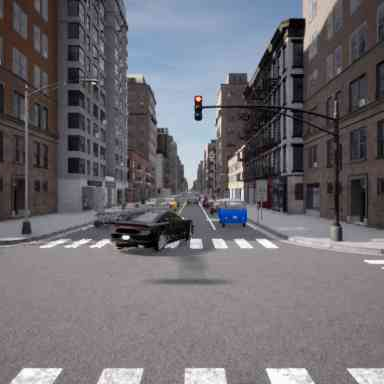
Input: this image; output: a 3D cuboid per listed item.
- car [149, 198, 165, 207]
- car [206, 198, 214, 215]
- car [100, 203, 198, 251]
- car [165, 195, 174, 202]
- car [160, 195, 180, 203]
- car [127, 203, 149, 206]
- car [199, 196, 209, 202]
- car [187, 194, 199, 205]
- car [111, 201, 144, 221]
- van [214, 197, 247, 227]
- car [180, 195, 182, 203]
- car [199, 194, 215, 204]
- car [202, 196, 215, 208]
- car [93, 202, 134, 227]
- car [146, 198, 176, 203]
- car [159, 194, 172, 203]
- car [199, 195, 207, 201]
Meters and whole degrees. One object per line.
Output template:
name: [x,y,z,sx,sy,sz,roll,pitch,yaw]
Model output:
car: [-5.347,1.556,50.858,1.947,1.339,4.313,0,0,0]
car: [2.664,1.580,33.813,1.802,1.307,4.206,0,0,0]
car: [-1.511,1.475,14.241,1.882,1.535,5.008,1,1,21]
car: [-5.324,1.410,79.266,1.967,1.590,4.097,0,0,0]
car: [-2.811,1.474,39.965,1.882,1.535,5.008,0,0,0]
car: [-2.803,1.600,21.155,1.895,1.301,4.718,0,0,-1]
car: [2.696,1.524,73.582,2.008,1.369,4.403,0,0,0]
car: [0.149,1.478,55.348,2.128,1.511,4.902,0,0,0]
car: [-5.365,1.543,28.130,1.887,1.381,4.507,0,0,0]
van: [2.655,1.340,22.450,1.690,1.788,3.998,0,0,0]
car: [-2.762,1.591,51.207,1.895,1.301,4.718,0,0,0]
car: [2.678,1.305,50.857,2.192,1.841,5.009,0,0,0]
car: [2.674,1.576,45.176,1.802,1.307,4.206,0,0,0]
car: [-5.370,1.550,22.448,2.008,1.369,4.403,0,0,0]
car: [-2.823,1.563,30.914,1.994,1.385,4.181,0,0,0]
car: [-5.333,1.293,67.903,2.192,1.841,5.009,0,0,0]
car: [2.706,1.531,84.945,1.947,1.339,4.313,0,0,0]
